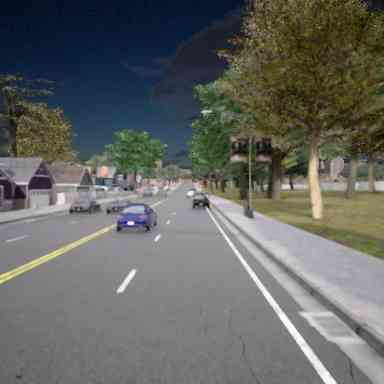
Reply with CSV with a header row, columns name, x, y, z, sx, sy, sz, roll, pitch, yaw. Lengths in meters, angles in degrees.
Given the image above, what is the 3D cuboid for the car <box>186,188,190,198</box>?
name,x,y,z,sx,sy,sz,roll,pitch,yaw
car,0.029,0.179,70.553,2.150,2.045,5.566,0,0,0

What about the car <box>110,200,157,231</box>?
name,x,y,z,sx,sy,sz,roll,pitch,yaw
car,-3.140,1.409,19.367,1.812,1.442,4.674,0,1,0

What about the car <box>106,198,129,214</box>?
name,x,y,z,sx,sy,sz,roll,pitch,yaw
car,-6.582,1.274,30.823,1.994,1.385,4.181,0,1,0

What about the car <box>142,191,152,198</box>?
name,x,y,z,sx,sy,sz,roll,pitch,yaw
car,-9.720,0.539,72.407,2.033,1.411,5.357,0,1,0

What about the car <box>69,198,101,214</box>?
name,x,y,z,sx,sy,sz,roll,pitch,yaw
car,-9.831,1.274,30.810,1.994,1.385,4.181,0,1,0

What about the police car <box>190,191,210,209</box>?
name,x,y,z,sx,sy,sz,roll,pitch,yaw
police car,0.991,1.011,37.302,1.930,1.638,5.238,0,1,0

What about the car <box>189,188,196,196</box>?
name,x,y,z,sx,sy,sz,roll,pitch,yaw
car,0.996,0.647,53.161,2.097,1.767,4.553,0,1,0

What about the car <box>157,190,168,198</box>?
name,x,y,z,sx,sy,sz,roll,pitch,yaw
car,-6.470,0.354,72.434,2.097,1.767,4.553,0,1,0
